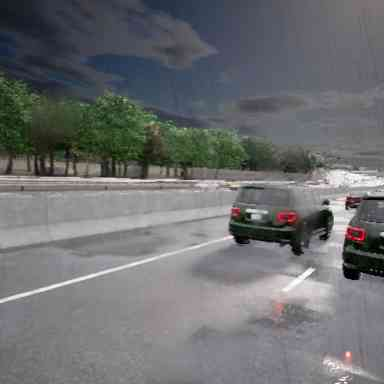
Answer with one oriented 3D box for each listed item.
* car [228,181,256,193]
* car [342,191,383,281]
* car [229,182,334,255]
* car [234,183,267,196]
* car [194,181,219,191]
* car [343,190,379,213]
[{"bbox_3d":[7.334,-0.726,48.614,1.882,1.535,5.008,5,4,35],"label":"car"},{"bbox_3d":[5.320,1.009,8.308,2.150,2.045,5.566,5,4,34],"label":"car"},{"bbox_3d":[3.324,0.751,11.581,2.150,2.045,5.566,5,4,34],"label":"car"},{"bbox_3d":[7.644,-0.348,42.945,2.033,1.411,5.357,5,4,35],"label":"car"},{"bbox_3d":[2.196,-0.839,47.329,1.812,1.442,4.674,5,4,35],"label":"car"},{"bbox_3d":[13.712,0.689,26.786,1.882,1.535,5.008,5,4,34],"label":"car"}]
